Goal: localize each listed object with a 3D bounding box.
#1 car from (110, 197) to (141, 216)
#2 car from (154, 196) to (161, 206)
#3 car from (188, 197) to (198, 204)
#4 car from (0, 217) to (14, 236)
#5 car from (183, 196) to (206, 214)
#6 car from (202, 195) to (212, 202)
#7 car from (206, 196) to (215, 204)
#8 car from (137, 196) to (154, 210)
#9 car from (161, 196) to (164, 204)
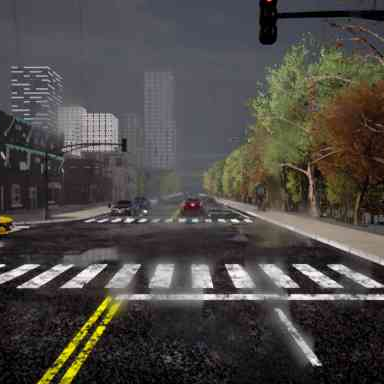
[{"bbox_3d":[-6.561,1.515,32.564,1.812,1.442,4.674,0,0,0],"label":"car"},{"bbox_3d":[-6.532,1.506,53.050,1.812,1.442,4.674,0,0,0],"label":"car"},{"bbox_3d":[0.161,1.575,64.872,1.895,1.301,4.718,0,0,0],"label":"car"},{"bbox_3d":[-11.514,1.563,16.362,5.008,1.535,1.882,-2,1,-6],"label":"car"},{"bbox_3d":[0.105,1.339,35.444,2.097,1.767,4.553,0,0,0],"label":"car"},{"bbox_3d":[3.328,1.509,74.422,2.033,1.411,5.357,0,0,0],"label":"car"},{"bbox_3d":[3.410,1.522,63.768,2.033,1.411,5.357,0,0,0],"label":"car"},{"bbox_3d":[-6.548,1.337,42.757,2.097,1.767,4.553,0,0,0],"label":"car"},{"bbox_3d":[-6.484,1.466,63.493,2.128,1.511,4.902,0,0,1],"label":"car"}]
